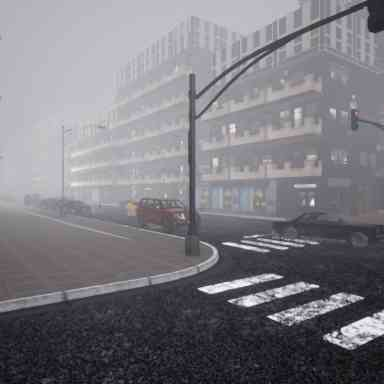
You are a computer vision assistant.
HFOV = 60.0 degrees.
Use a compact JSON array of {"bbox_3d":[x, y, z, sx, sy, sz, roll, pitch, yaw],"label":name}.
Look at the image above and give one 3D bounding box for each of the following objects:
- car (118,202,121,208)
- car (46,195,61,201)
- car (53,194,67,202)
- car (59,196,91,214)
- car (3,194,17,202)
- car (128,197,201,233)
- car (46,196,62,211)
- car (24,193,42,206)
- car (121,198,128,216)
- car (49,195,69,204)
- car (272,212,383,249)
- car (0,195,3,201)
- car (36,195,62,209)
[{"bbox_3d":[-8.061,1.464,42.940,1.802,1.307,4.206,0,0,-36],"label":"car"},{"bbox_3d":[-31.309,1.377,75.058,2.008,1.369,4.403,0,0,-36],"label":"car"},{"bbox_3d":[-27.989,1.268,70.471,1.967,1.590,4.097,0,0,-36],"label":"car"},{"bbox_3d":[-11.528,1.443,33.436,1.887,1.381,4.507,0,0,-36],"label":"car"},{"bbox_3d":[-38.099,1.411,70.145,1.802,1.307,4.206,0,0,-36],"label":"car"},{"bbox_3d":[-1.563,1.263,19.670,2.192,1.841,5.009,0,0,-36],"label":"car"},{"bbox_3d":[-14.850,1.450,38.025,1.947,1.339,4.313,0,0,-36],"label":"car"},{"bbox_3d":[-24.813,1.161,51.791,2.192,1.841,5.009,0,0,-36],"label":"car"},{"bbox_3d":[-3.629,1.403,26.936,1.882,1.535,5.008,0,1,-36],"label":"car"},{"bbox_3d":[-24.512,1.382,61.263,2.033,1.411,5.357,0,0,-37],"label":"car"},{"bbox_3d":[6.103,1.589,14.851,4.718,1.301,1.895,1,0,43],"label":"car"},{"bbox_3d":[-41.421,1.268,74.733,1.967,1.590,4.097,0,0,-36],"label":"car"},{"bbox_3d":[-18.172,1.435,42.615,1.947,1.339,4.313,0,0,-36],"label":"car"}]
